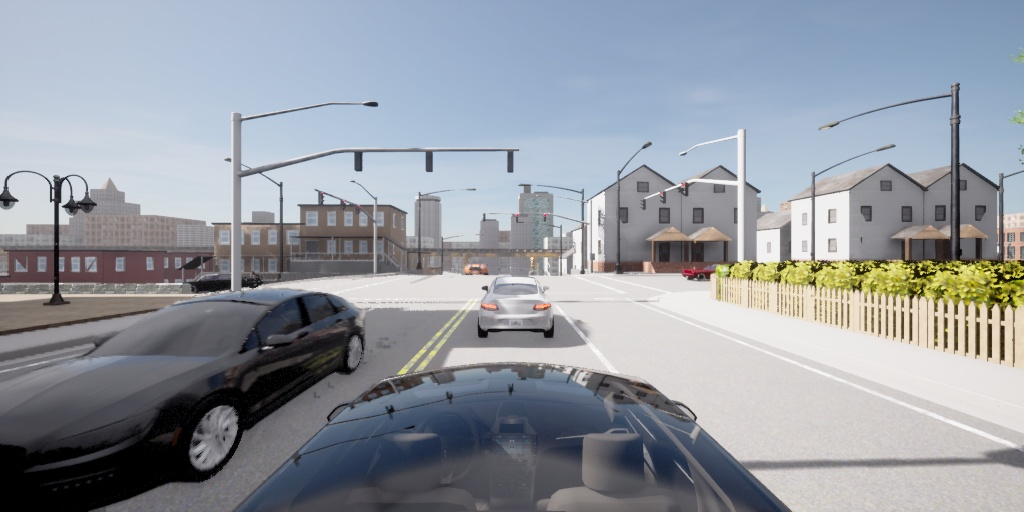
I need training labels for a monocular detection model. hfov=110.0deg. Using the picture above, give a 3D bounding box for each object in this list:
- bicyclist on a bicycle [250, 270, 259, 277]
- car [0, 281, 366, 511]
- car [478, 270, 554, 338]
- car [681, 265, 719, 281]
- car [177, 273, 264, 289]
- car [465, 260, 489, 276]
[{"bbox_3d":[-25.569,2.214,35.648,0.582,1.620,1.656,-8,0,0],"label":"bicyclist on a bicycle"},{"bbox_3d":[-3.595,1.255,4.736,1.837,1.490,4.892,0,0,0],"label":"car"},{"bbox_3d":[0.101,1.276,10.071,1.812,1.442,4.674,0,0,0],"label":"car"},{"bbox_3d":[16.312,1.351,28.875,4.718,1.301,1.895,0,0,-1],"label":"car"},{"bbox_3d":[-19.977,1.845,24.762,4.718,1.301,1.895,-4,0,-1],"label":"car"},{"bbox_3d":[-3.518,1.143,36.617,2.097,1.767,4.553,0,-5,0],"label":"car"}]
